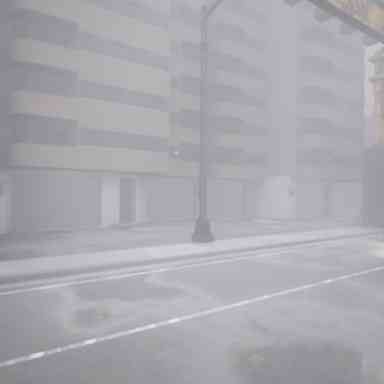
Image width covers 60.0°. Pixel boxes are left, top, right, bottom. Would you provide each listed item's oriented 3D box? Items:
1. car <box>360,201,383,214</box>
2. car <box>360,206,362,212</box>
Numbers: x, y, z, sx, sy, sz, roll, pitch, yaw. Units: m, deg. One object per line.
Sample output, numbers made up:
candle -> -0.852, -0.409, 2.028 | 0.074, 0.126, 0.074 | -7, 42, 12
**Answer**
car -> 20.040, 1.637, 34.926 | 1.853, 1.218, 4.536 | 0, 0, -11
car -> 20.048, 1.794, 34.874 | 2.038, 1.542, 4.974 | 0, 0, -11
